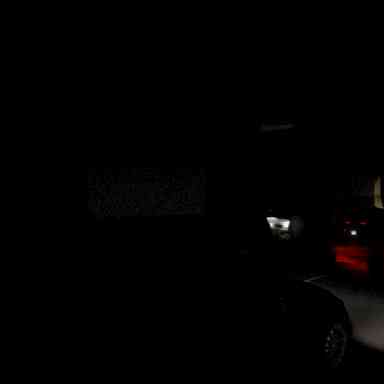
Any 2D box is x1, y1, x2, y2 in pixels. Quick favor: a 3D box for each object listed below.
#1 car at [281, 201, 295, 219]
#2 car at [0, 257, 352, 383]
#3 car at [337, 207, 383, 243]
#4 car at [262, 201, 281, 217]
[{"bbox_3d":[9.722,1.477,28.342,1.882,1.535,5.008,0,0,38],"label":"car"},{"bbox_3d":[-0.007,1.525,3.860,4.674,1.442,1.812,0,0,-38],"label":"car"},{"bbox_3d":[8.768,1.507,16.356,1.837,1.490,4.892,0,1,44],"label":"car"},{"bbox_3d":[7.918,1.548,31.667,2.033,1.411,5.357,0,0,36],"label":"car"}]
